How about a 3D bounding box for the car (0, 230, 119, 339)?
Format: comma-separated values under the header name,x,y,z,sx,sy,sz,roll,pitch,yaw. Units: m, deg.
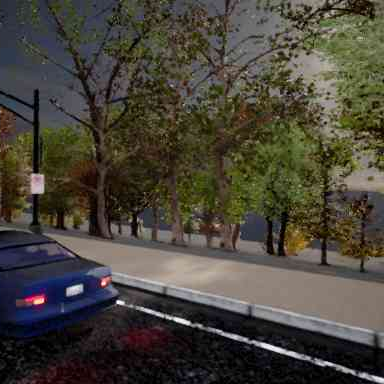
name,x,y,z,sx,sy,sz,roll,pitch,yaw
car,-3.774,1.470,6.390,5.357,1.411,2.033,1,0,36
